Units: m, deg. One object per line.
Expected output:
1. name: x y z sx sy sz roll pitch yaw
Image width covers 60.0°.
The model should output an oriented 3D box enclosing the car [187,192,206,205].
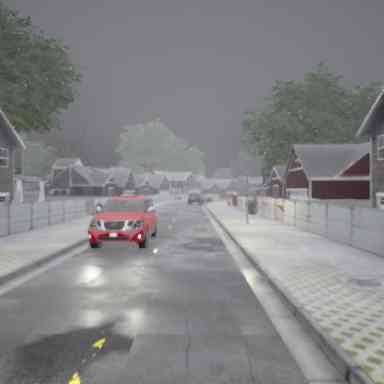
1. car: 0.553 1.086 54.861 2.150 2.045 5.566 0 0 7

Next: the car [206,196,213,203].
1. car: 2.593 1.389 65.180 2.033 1.411 5.357 0 0 18

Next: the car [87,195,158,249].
1. car: -2.794 1.184 14.662 2.150 2.045 5.566 0 0 0
